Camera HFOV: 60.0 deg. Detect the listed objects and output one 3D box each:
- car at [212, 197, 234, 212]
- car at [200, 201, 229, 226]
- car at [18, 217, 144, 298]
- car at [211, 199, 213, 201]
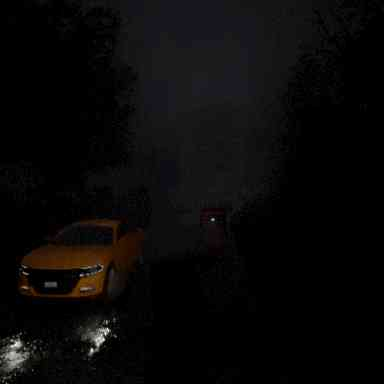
[{"bbox_3d":[4.219,1.754,42.434,2.128,1.511,4.902,1,0,10],"label":"car"},{"bbox_3d":[1.673,1.640,24.931,1.837,1.490,4.892,0,-1,6],"label":"car"},{"bbox_3d":[-2.544,1.480,8.782,1.882,1.535,5.008,0,0,3],"label":"car"},{"bbox_3d":[4.397,1.605,57.347,1.895,1.301,4.718,2,2,14],"label":"car"}]
